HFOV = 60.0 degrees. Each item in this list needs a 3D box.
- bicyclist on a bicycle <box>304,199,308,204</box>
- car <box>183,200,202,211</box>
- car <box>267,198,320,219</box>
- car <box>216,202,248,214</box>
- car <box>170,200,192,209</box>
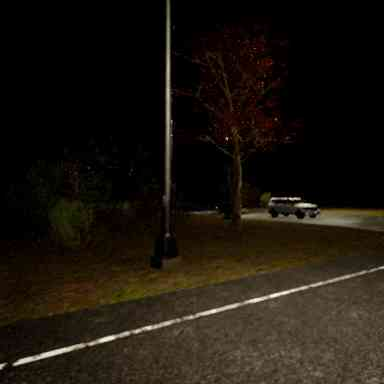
[{"bbox_3d":[14.220,1.737,41.810,1.656,1.620,0.582,0,-1,-31],"label":"bicyclist on a bicycle"},{"bbox_3d":[-0.394,2.109,51.143,1.882,1.535,5.008,-2,0,-32],"label":"car"},{"bbox_3d":[10.181,1.598,33.793,2.150,2.045,5.566,-2,0,-33],"label":"car"},{"bbox_3d":[5.021,2.005,42.276,1.837,1.490,4.892,-2,0,-31],"label":"car"},{"bbox_3d":[-2.050,2.170,60.709,1.837,1.490,4.892,-2,0,-32],"label":"car"}]
